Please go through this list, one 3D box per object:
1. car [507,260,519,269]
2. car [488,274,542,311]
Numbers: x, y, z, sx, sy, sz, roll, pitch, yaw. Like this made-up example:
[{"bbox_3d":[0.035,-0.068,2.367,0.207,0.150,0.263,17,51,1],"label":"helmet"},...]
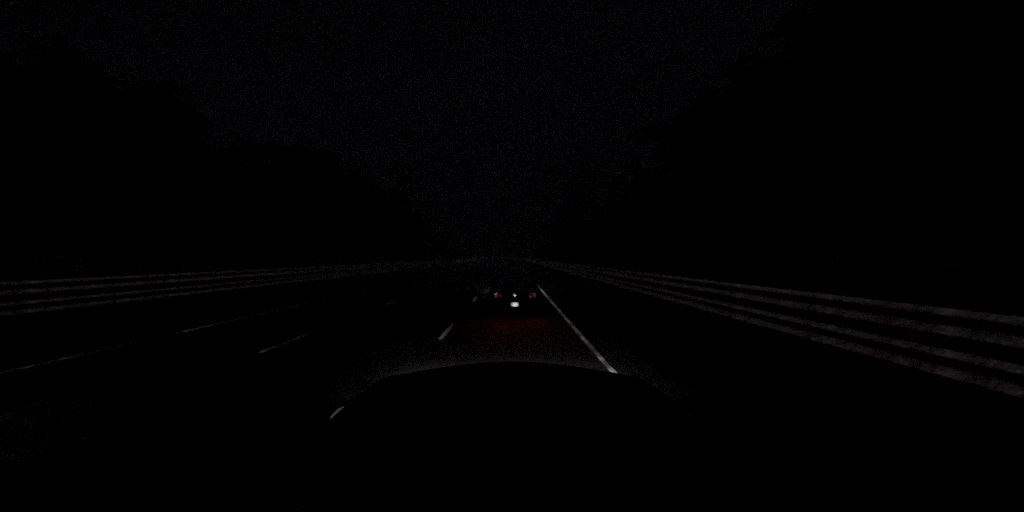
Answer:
[{"bbox_3d":[0.138,1.387,62.332,1.837,1.490,4.892,0,0,0],"label":"car"},{"bbox_3d":[0.104,1.390,14.600,1.895,1.301,4.718,0,0,0],"label":"car"}]
